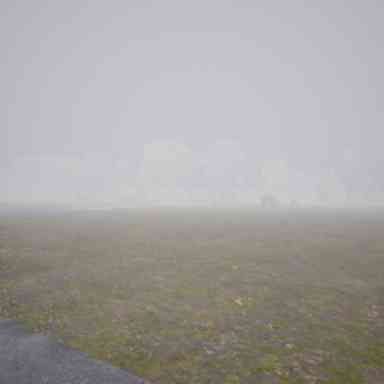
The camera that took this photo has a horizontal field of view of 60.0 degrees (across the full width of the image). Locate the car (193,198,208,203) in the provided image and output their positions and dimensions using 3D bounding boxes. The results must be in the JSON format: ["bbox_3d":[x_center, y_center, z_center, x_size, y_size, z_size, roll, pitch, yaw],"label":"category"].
[{"bbox_3d":[2.308,2.251,90.529,1.882,1.535,5.008,1,0,36],"label":"car"}]
